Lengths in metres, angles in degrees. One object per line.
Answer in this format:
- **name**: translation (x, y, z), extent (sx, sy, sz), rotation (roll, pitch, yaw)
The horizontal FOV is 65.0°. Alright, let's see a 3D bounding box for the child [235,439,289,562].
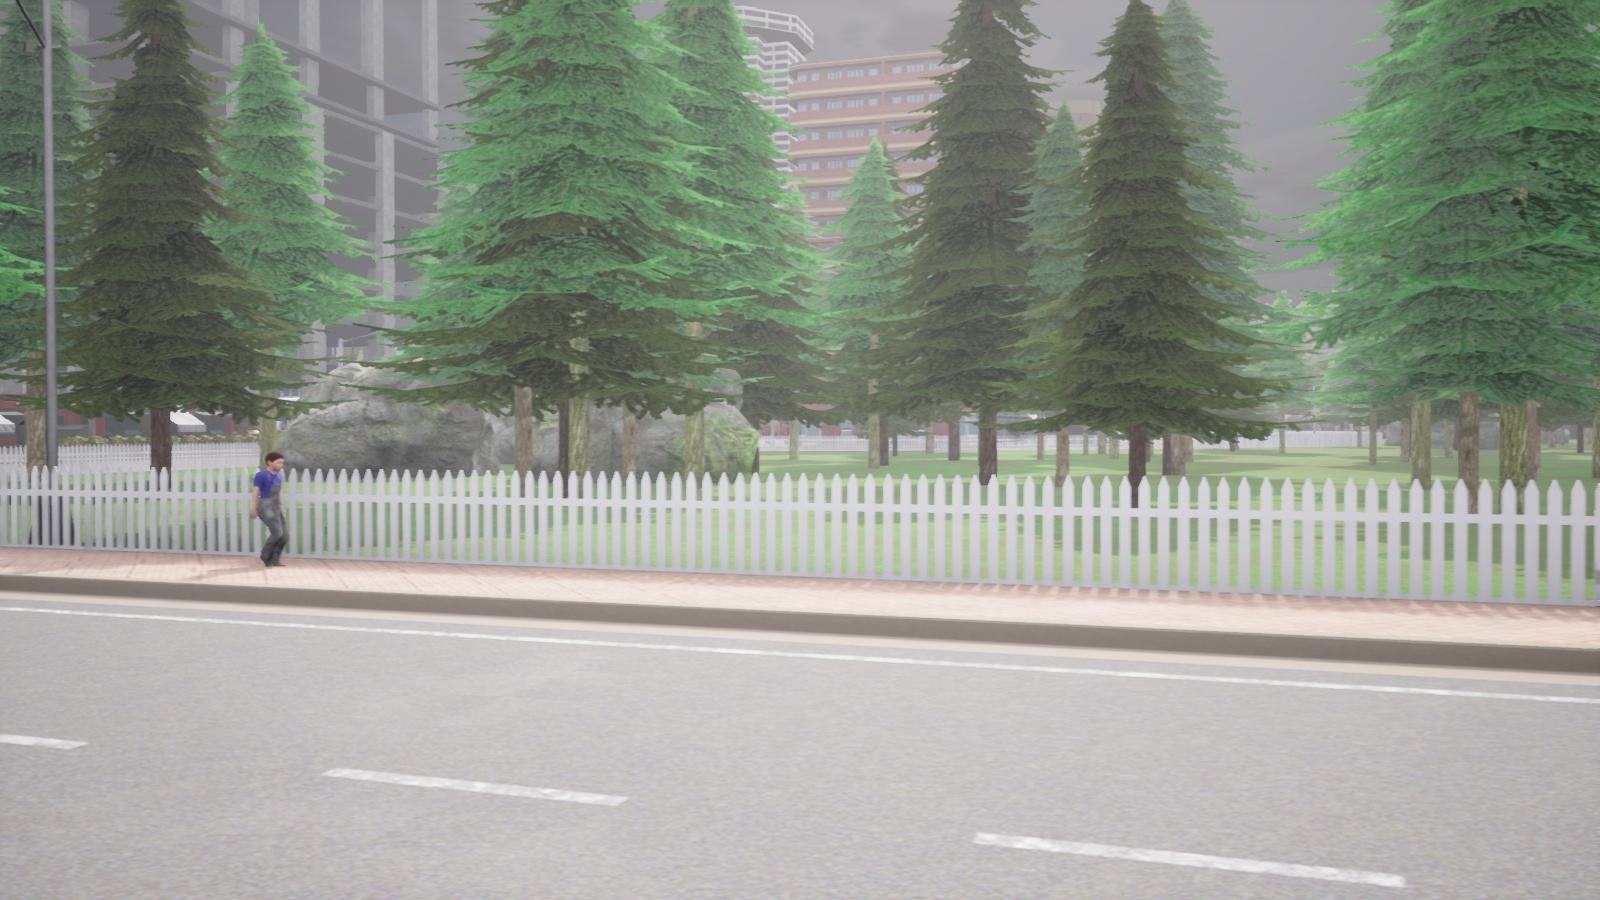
- **child**: translation (-5.605, 0.517, 13.086), extent (0.437, 1.263, 0.270), rotation (1, 1, 13)
